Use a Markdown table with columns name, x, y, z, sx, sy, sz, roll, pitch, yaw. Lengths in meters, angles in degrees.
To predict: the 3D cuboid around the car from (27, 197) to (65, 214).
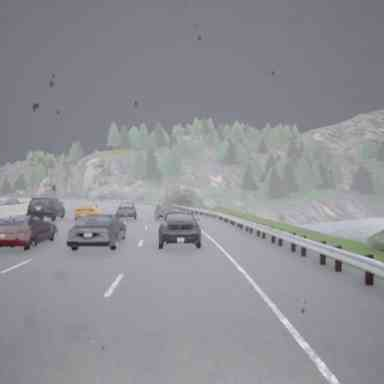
| name | x | y | z | sx | sy | sz | roll | pitch | yaw |
| --- | --- | --- | --- | --- | --- | --- | --- | --- | --- |
| car | -12.951 | 1.496 | 29.774 | 2.150 | 2.045 | 5.566 | 0 | 0 | -9 |

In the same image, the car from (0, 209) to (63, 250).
| name | x | y | z | sx | sy | sz | roll | pitch | yaw |
| --- | --- | --- | --- | --- | --- | --- | --- | --- | --- |
| car | -7.615 | 1.706 | 15.003 | 1.994 | 1.385 | 4.181 | 0 | 0 | -4 |

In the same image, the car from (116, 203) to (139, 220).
| name | x | y | z | sx | sy | sz | roll | pitch | yaw |
| --- | --- | --- | --- | --- | --- | --- | --- | --- | --- |
| car | -6.090 | 1.783 | 31.185 | 2.128 | 1.511 | 4.902 | 0 | 0 | -9 |

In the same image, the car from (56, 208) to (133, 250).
| name | x | y | z | sx | sy | sz | roll | pitch | yaw |
| --- | --- | --- | --- | --- | --- | --- | --- | --- | --- |
| car | -4.102 | 1.688 | 14.992 | 2.033 | 1.411 | 5.357 | 0 | 0 | -5 |

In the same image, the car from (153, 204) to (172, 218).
| name | x | y | z | sx | sy | sz | roll | pitch | yaw |
| --- | --- | --- | --- | --- | --- | --- | --- | --- | --- |
| car | -2.587 | 1.840 | 31.456 | 2.033 | 1.411 | 5.357 | 0 | -1 | -9 |

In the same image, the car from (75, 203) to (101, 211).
| name | x | y | z | sx | sy | sz | roll | pitch | yaw |
| --- | --- | --- | --- | --- | --- | --- | --- | --- | --- |
| car | -9.574 | 1.766 | 30.804 | 1.882 | 1.535 | 5.008 | 0 | 0 | -9 |

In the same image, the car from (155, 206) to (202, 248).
| name | x | y | z | sx | sy | sz | roll | pitch | yaw |
| --- | --- | --- | --- | --- | --- | --- | --- | --- | --- |
| car | -0.638 | 1.653 | 15.582 | 1.837 | 1.490 | 4.892 | 0 | 0 | -5 |
